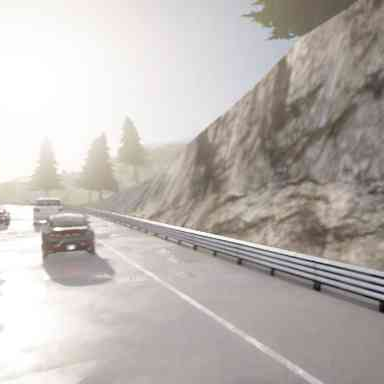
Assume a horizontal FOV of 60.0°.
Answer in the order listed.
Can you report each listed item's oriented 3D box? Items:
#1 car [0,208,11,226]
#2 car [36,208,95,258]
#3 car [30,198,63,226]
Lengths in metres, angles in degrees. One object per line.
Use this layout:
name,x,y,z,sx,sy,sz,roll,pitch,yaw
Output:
car,-14.800,1.874,25.170,1.895,1.301,4.718,0,0,-26
car,-5.152,1.626,13.489,1.837,1.490,4.892,0,0,-26
car,-11.357,1.470,26.103,2.150,2.045,5.566,0,0,-26
